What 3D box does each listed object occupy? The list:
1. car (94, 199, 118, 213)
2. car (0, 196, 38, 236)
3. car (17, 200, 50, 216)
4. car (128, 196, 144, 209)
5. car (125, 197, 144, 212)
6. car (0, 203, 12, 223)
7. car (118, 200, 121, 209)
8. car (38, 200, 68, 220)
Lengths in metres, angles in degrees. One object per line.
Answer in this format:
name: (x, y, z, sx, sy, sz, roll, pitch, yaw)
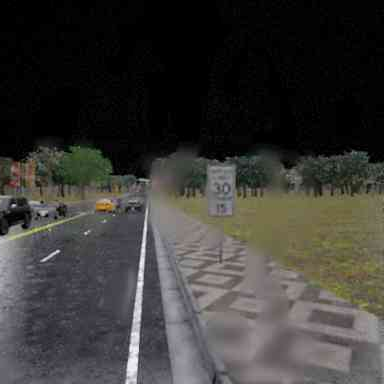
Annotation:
car: (-10.150, 1.592, 38.905, 1.882, 1.535, 5.008, 0, 0, -7)
car: (-10.971, 1.249, 18.916, 2.150, 2.045, 5.566, 0, 0, -8)
car: (-16.190, 1.589, 34.278, 1.812, 1.442, 4.674, 0, 0, -9)
car: (-8.385, 1.524, 50.267, 2.097, 1.767, 4.553, 0, 0, -7)
car: (-7.066, 1.642, 40.463, 1.837, 1.490, 4.892, 0, 0, -7)
car: (-14.917, 1.553, 24.065, 1.812, 1.442, 4.674, 0, 0, -7)
car: (-11.530, 1.697, 49.083, 2.033, 1.411, 5.357, 0, 0, -7)
car: (-12.305, 1.554, 29.209, 2.128, 1.511, 4.902, 0, 0, -7)
